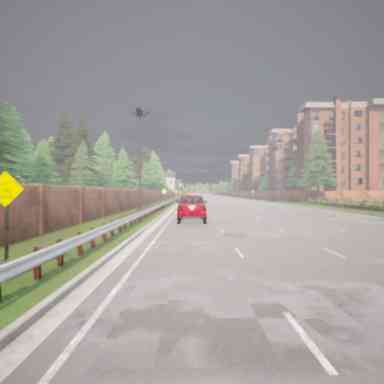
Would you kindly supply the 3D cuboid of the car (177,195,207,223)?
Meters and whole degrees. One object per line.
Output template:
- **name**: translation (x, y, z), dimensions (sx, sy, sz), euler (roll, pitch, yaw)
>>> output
- **car**: translation (-0.003, 1.227, 25.468), dimensions (2.150, 2.045, 5.566), euler (0, 0, 0)
